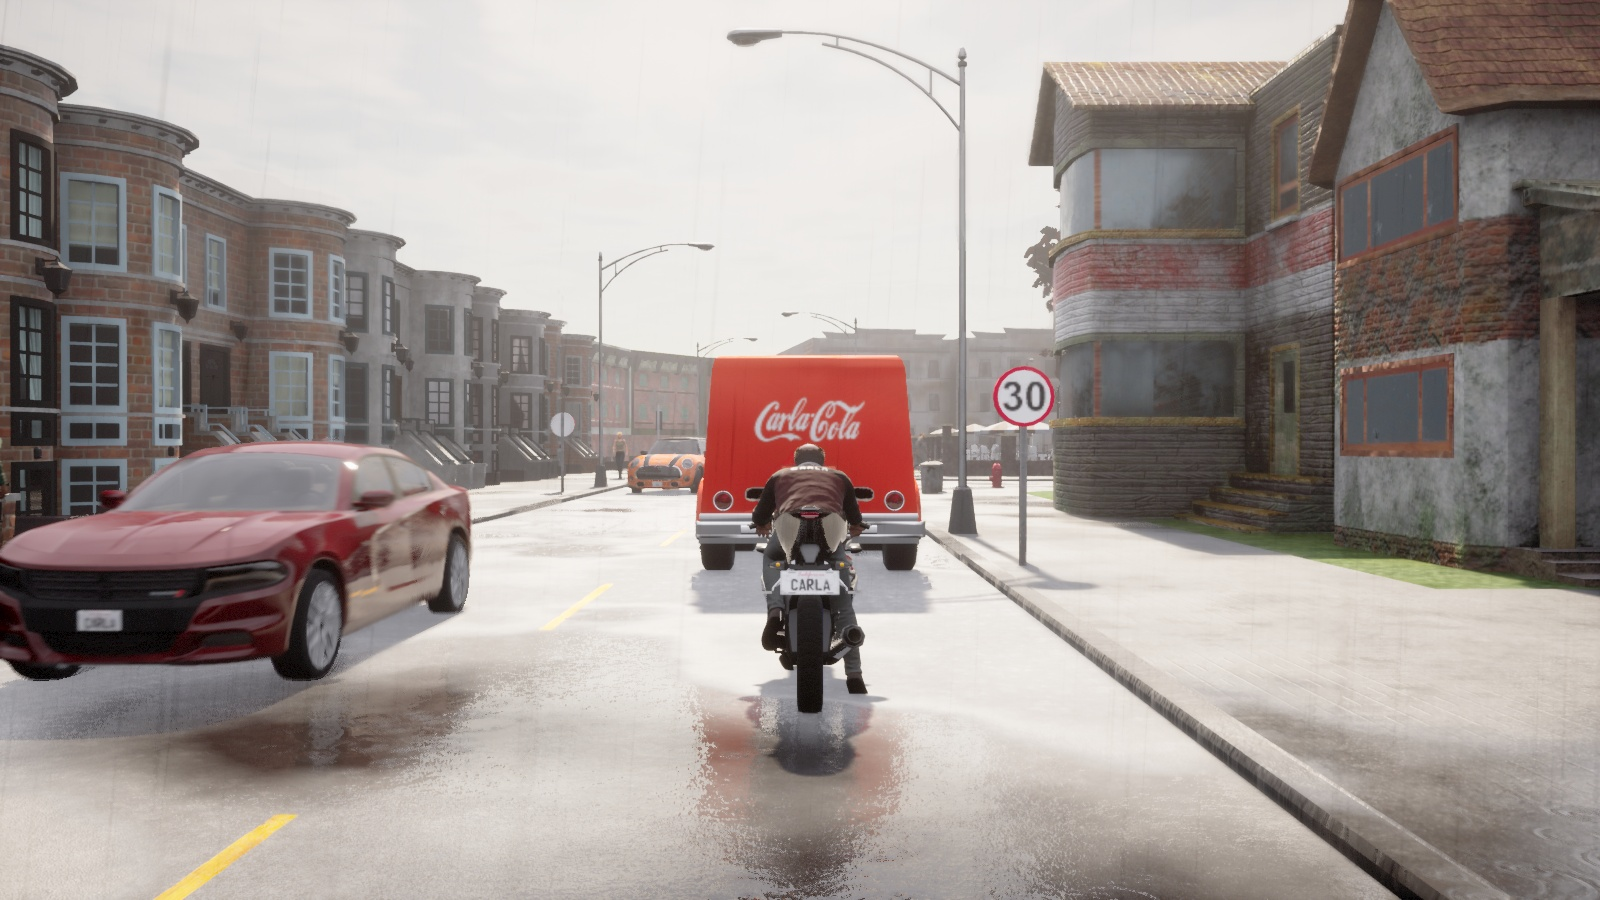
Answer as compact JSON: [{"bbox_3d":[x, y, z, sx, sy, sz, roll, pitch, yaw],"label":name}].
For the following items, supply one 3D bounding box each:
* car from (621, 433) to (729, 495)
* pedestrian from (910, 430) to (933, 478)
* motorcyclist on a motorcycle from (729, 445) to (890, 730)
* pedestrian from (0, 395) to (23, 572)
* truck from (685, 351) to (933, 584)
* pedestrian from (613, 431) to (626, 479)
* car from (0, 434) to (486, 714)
[{"bbox_3d":[-3.696,0.387,38.080,2.097,1.767,4.553,0,0,10],"label":"car"},{"bbox_3d":[5.046,0.165,52.194,0.873,1.952,0.659,0,0,14],"label":"pedestrian"},{"bbox_3d":[0.059,0.737,7.850,0.866,1.530,2.191,0,0,0],"label":"motorcyclist on a motorcycle"},{"bbox_3d":[-9.052,0.367,13.929,0.423,1.949,0.788,0,0,-6],"label":"pedestrian"},{"bbox_3d":[0.105,0.170,15.910,2.627,2.467,5.204,0,0,0],"label":"truck"},{"bbox_3d":[-6.921,0.179,48.191,0.345,1.836,0.594,0,0,7],"label":"pedestrian"},{"bbox_3d":[-3.932,0.668,9.406,1.882,1.535,5.008,0,0,0],"label":"car"}]
